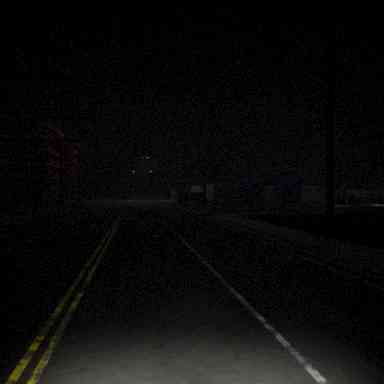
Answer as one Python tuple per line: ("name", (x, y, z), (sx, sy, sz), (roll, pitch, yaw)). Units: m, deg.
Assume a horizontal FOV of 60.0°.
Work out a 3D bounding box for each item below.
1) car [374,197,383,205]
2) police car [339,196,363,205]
("car", (34.188, 1.554, 59.101), (4.181, 1.385, 1.994), (0, 0, -37))
("police car", (28.222, 1.444, 59.153), (5.238, 1.638, 1.930), (0, 0, -32))
